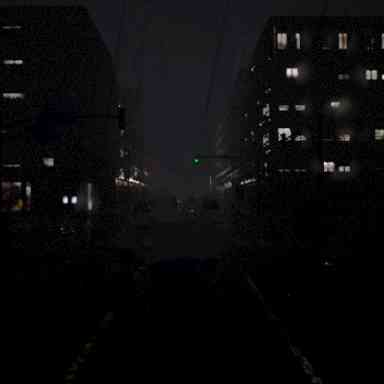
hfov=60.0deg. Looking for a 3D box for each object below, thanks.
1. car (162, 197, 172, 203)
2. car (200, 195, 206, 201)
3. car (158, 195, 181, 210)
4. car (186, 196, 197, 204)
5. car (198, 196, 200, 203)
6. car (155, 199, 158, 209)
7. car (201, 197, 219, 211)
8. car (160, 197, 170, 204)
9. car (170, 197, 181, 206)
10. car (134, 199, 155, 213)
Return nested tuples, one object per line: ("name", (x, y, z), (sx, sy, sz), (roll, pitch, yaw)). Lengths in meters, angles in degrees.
("car", (-5.799, 1.900, 77.765), (2.008, 1.369, 4.403), (1, 0, 0))
("car", (2.624, 1.662, 50.147), (1.967, 1.590, 4.097), (1, 0, 0))
("car", (-3.149, 1.428, 46.923), (2.150, 2.045, 5.566), (0, 0, 0))
("car", (-0.105, 1.671, 70.850), (2.097, 1.767, 4.553), (0, 0, 0))
("car", (2.606, 1.854, 61.193), (1.802, 1.307, 4.206), (1, 0, 0))
("car", (-5.758, 1.767, 50.147), (1.887, 1.381, 4.507), (1, 0, 0))
("car", (2.631, 1.742, 44.622), (1.887, 1.381, 4.507), (1, 0, 0))
("car", (-5.790, 1.848, 72.071), (1.752, 1.417, 4.829), (1, 0, 0))
("car", (-3.120, 1.785, 62.949), (1.837, 1.490, 4.892), (0, 0, 0))
("car", (-5.741, 1.698, 38.931), (1.752, 1.417, 4.829), (1, 0, 0))
